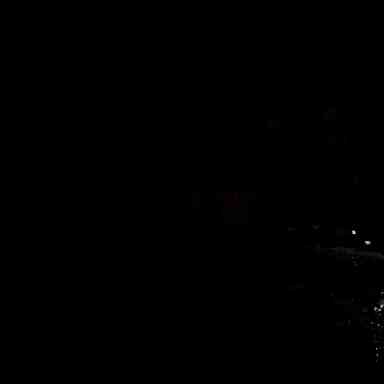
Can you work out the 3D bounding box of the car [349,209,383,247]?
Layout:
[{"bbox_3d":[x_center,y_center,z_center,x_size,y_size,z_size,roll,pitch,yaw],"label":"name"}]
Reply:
[{"bbox_3d":[8.937,1.476,13.522,5.357,1.411,2.033,0,0,-25],"label":"car"}]
